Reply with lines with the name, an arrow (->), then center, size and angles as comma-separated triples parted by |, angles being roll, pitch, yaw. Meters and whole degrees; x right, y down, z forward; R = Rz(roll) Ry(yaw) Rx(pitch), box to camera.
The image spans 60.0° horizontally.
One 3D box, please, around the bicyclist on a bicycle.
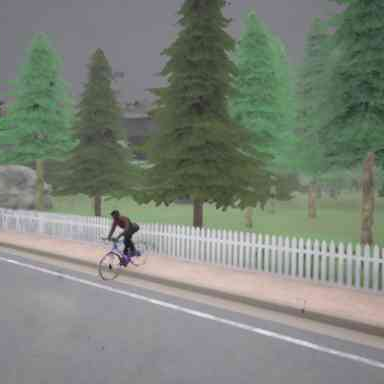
bicyclist on a bicycle -> -1.678, 1.210, 8.132 | 0.582, 1.620, 1.656 | 2, 10, 35
